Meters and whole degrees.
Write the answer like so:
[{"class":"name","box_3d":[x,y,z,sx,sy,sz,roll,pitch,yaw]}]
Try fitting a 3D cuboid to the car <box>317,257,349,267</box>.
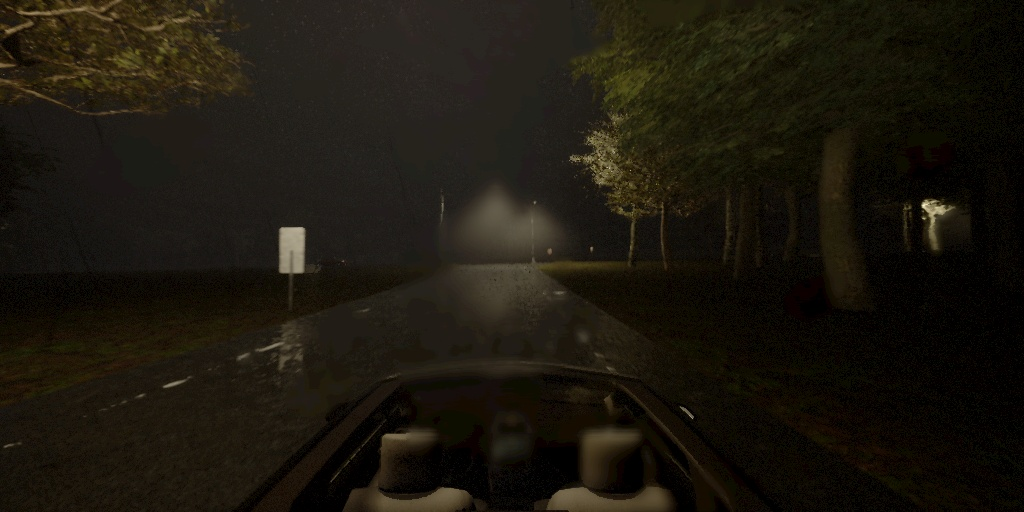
[{"class":"car","box_3d":[-28.709,0.886,57.642,4.553,1.767,2.097,-1,-1,0]}]
